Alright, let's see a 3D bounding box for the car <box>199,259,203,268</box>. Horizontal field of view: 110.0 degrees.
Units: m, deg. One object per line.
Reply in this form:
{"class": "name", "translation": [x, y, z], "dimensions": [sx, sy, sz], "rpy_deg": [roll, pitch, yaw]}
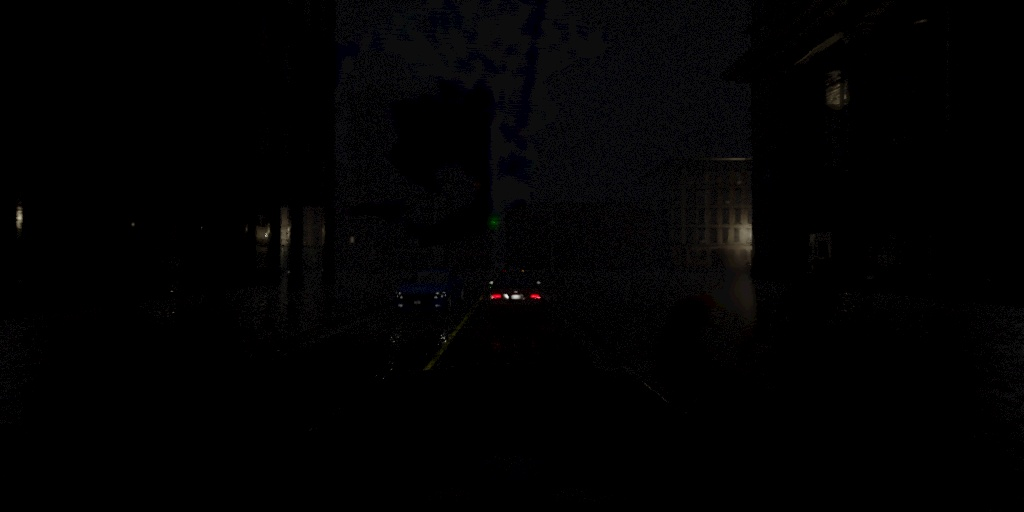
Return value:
{"class": "car", "translation": [-41.328, 1.428, 46.967], "dimensions": [5.357, 1.411, 2.033], "rpy_deg": [0, -1, 1]}

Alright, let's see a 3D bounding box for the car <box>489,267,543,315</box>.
{"class": "car", "translation": [0.121, 1.306, 13.519], "dimensions": [2.033, 1.411, 5.357], "rpy_deg": [0, 0, 0]}

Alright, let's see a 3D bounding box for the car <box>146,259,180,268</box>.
{"class": "car", "translation": [-41.928, 1.202, 43.707], "dimensions": [4.553, 1.767, 2.097], "rpy_deg": [0, -1, 0]}

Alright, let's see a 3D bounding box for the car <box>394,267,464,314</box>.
{"class": "car", "translation": [-3.075, 1.237, 14.146], "dimensions": [1.882, 1.535, 5.008], "rpy_deg": [0, 0, 0]}

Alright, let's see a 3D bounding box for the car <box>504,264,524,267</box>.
{"class": "car", "translation": [0.159, 1.355, 30.819], "dimensions": [1.994, 1.385, 4.181], "rpy_deg": [0, 0, 0]}
